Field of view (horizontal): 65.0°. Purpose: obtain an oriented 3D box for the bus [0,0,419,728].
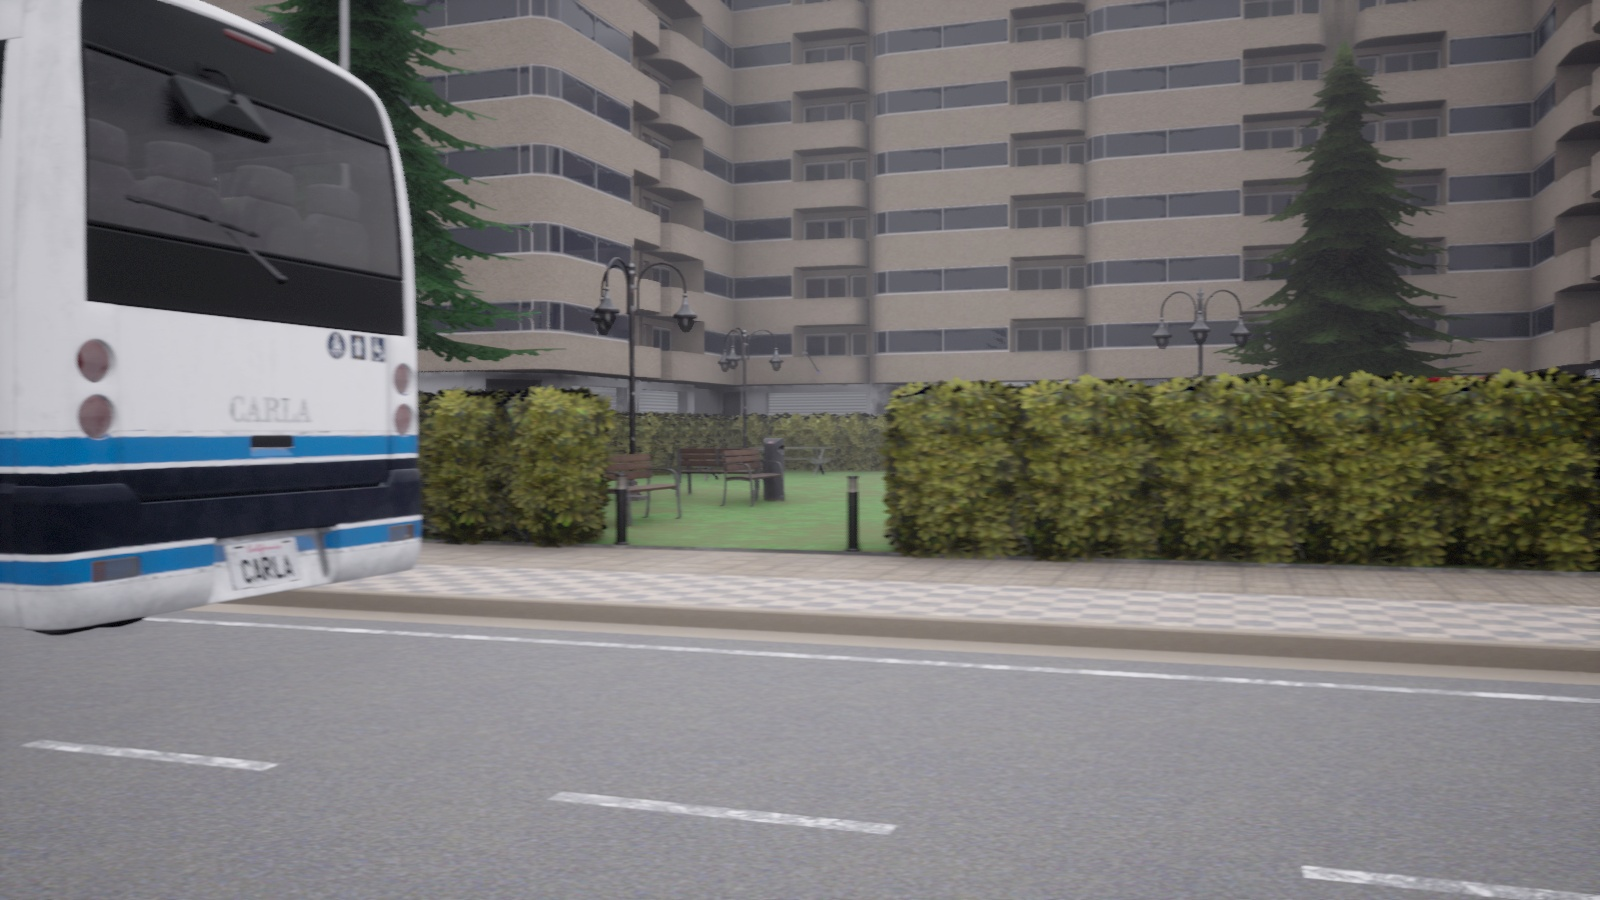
[{"bbox_3d":[-8.520,-0.738,9.731,10.273,4.253,3.944,0,1,19],"label":"bus"}]
